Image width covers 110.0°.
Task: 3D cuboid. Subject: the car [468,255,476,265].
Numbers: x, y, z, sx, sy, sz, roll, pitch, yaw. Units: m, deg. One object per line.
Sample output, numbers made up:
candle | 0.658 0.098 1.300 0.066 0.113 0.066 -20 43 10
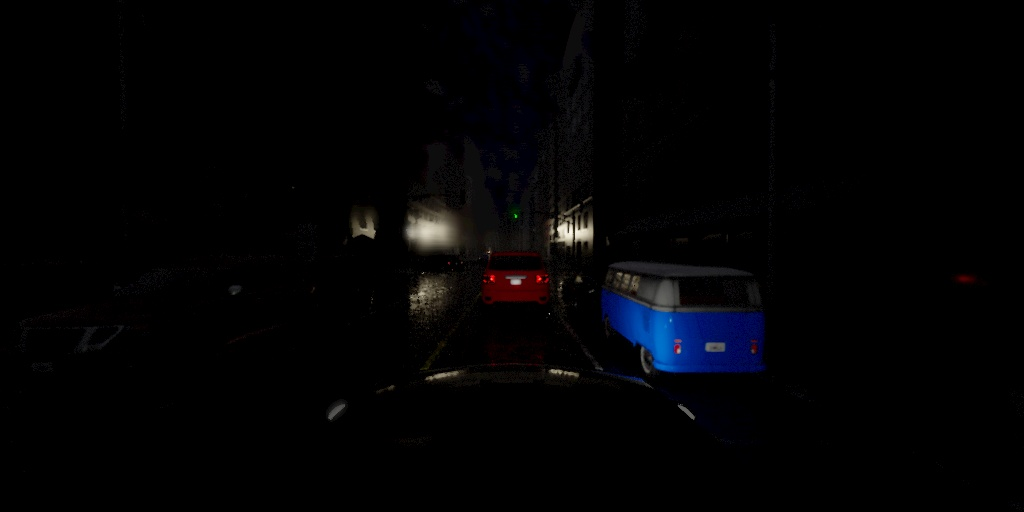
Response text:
car | -5.667 0.531 50.365 1.751 1.417 4.829 0 0 0

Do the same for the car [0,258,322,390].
car | -5.668 0.988 6.851 2.192 1.841 5.009 0 0 0

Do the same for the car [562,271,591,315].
car | 2.857 1.154 12.551 1.948 1.339 4.313 0 0 0

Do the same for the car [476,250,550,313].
car | 0.101 0.802 13.115 2.150 2.045 5.566 0 1 0

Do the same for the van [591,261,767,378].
van | 2.857 1.014 6.891 1.690 1.789 3.998 0 0 0

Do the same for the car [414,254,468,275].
car | -6.541 0.642 31.638 4.553 1.767 2.097 1 2 33
